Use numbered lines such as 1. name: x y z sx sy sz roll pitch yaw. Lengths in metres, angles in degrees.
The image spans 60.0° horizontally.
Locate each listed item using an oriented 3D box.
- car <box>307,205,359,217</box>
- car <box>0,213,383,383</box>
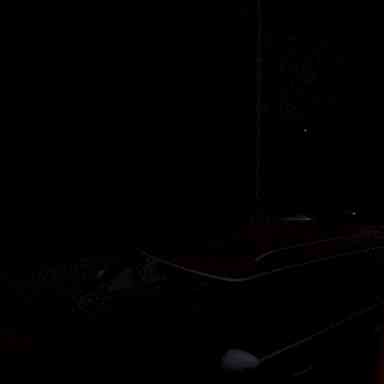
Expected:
1. car: 12.107 1.768 28.820 1.994 1.385 4.181 1 -2 -35
2. car: 0.285 1.311 2.987 5.009 1.841 2.192 0 1 -35
